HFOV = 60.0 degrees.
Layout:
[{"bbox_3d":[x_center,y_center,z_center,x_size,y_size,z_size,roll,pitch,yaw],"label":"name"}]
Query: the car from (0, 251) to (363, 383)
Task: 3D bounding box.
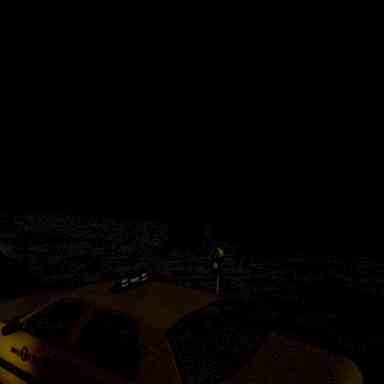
[{"bbox_3d":[-0.822,1.525,3.552,4.829,1.417,1.752,0,0,36],"label":"car"}]
